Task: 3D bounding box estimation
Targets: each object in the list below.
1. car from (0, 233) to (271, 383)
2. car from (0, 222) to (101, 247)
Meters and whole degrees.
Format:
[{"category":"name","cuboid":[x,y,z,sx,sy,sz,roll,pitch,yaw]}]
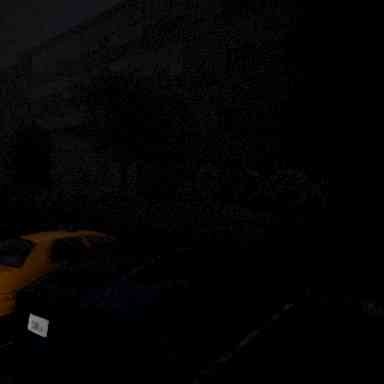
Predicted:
[{"category":"car","cuboid":[-0.335,1.507,5.554,2.163,1.488,4.792,0,0,35]},{"category":"car","cuboid":[-2.520,1.473,7.302,1.946,1.575,5.366,0,0,35]}]
